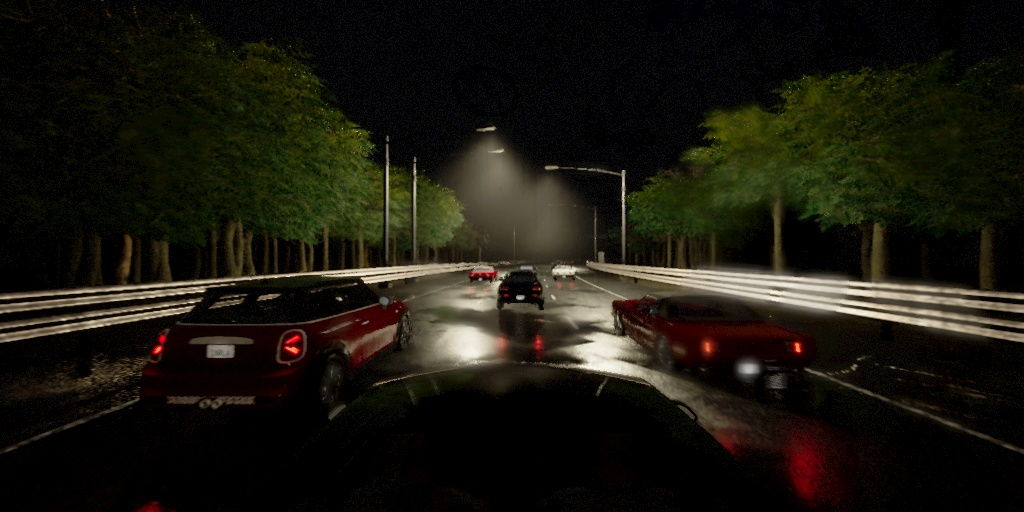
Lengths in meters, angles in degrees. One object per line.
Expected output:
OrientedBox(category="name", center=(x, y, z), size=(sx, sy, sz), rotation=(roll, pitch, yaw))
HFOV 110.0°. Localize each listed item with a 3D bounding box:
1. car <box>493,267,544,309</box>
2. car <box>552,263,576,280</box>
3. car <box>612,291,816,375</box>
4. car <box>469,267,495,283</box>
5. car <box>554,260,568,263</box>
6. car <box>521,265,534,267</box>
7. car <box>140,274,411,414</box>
OrientedBox(category="car", center=(0.389, 1.372, 15.480), size=(1.812, 1.442, 4.674), rotation=(0, 0, 2))
OrientedBox(category="car", center=(4.910, 1.582, 34.624), size=(1.895, 1.301, 4.718), rotation=(0, 0, 5))
OrientedBox(category="car", center=(3.554, 1.393, 7.535), size=(1.895, 1.301, 4.718), rotation=(0, 0, 1))
OrientedBox(category="car", center=(-2.321, 1.550, 30.367), size=(1.895, 1.301, 4.718), rotation=(0, 0, 4))
OrientedBox(category="car", center=(7.291, 1.471, 55.940), size=(2.097, 1.767, 4.553), rotation=(0, 0, 8))
OrientedBox(category="car", center=(1.396, 1.532, 32.983), size=(1.994, 1.385, 4.181), rotation=(0, 0, 4))
OrientedBox(category="car", center=(-3.326, 1.133, 6.246), size=(2.097, 1.767, 4.553), rotation=(0, 0, 1))
